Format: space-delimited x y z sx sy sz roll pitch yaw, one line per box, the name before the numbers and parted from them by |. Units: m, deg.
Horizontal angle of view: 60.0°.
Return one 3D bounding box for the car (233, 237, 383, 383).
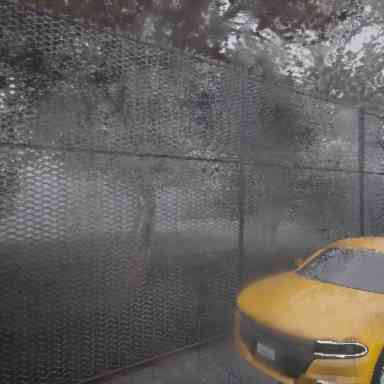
car | 2.846 1.482 5.096 5.008 1.535 1.882 0 0 -35
